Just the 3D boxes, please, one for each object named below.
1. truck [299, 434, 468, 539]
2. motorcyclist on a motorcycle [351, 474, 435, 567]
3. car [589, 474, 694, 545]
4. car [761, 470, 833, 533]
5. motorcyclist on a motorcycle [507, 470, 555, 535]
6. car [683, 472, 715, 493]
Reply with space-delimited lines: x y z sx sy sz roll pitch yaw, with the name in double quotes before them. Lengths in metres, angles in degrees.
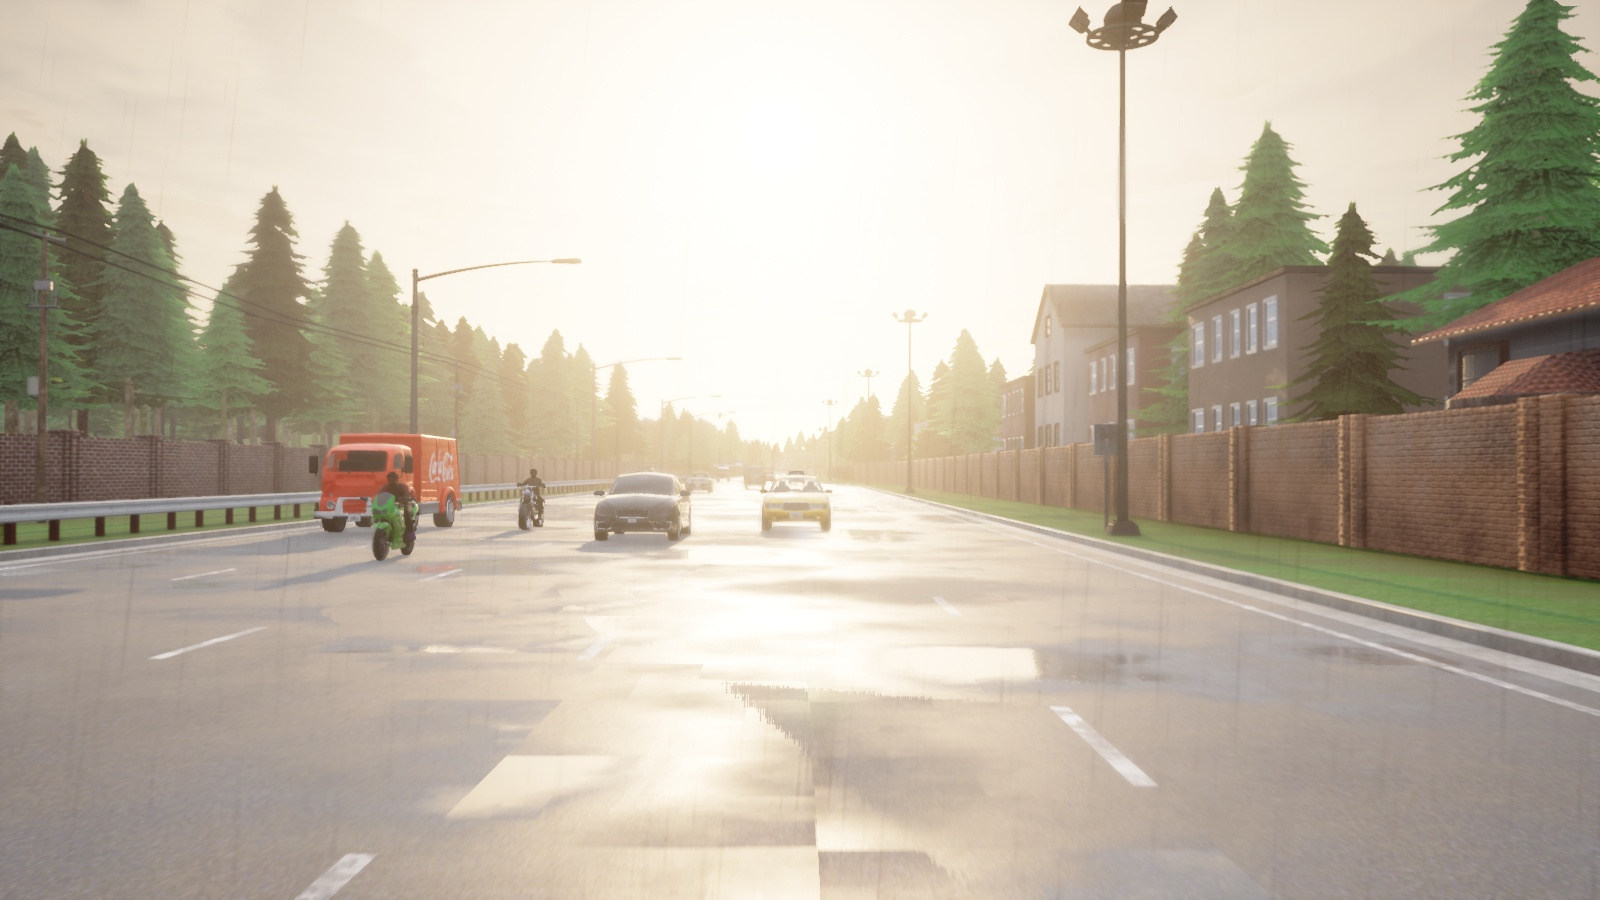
"truck" -10.582 0.913 32.424 2.627 2.467 5.204 0 -1 0
"motorcyclist on a motorcycle" -7.055 1.191 21.876 0.797 1.523 2.044 0 -1 0
"car" -3.573 1.322 29.175 1.837 1.490 4.892 0 -1 0
"car" -0.086 1.324 34.059 1.801 1.575 5.366 0 -1 0
"motorcyclist on a motorcycle" -7.083 1.349 33.178 0.766 1.649 2.350 0 -1 0
"car" -7.224 2.320 90.288 1.970 1.475 3.806 0 -1 0
